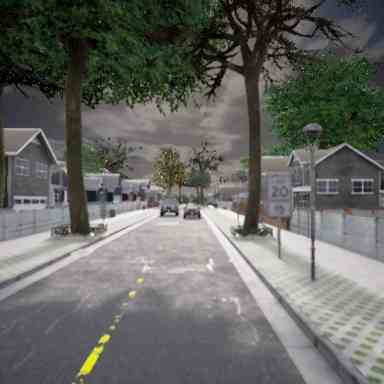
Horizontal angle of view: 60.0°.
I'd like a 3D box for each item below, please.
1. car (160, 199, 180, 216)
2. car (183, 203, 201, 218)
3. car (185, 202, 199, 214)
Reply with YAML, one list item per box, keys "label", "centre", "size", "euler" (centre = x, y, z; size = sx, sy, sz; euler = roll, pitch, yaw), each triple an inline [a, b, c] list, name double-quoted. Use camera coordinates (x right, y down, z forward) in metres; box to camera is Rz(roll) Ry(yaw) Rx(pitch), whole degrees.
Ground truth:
- label: "car"
  centre: [-2.735, 1.886, 41.736]
  size: [2.150, 2.045, 5.566]
  euler: [0, -1, 0]
- label: "car"
  centre: [0.015, 2.094, 36.725]
  size: [1.812, 1.442, 4.674]
  euler: [0, -1, 0]
- label: "car"
  centre: [0.027, 2.290, 47.672]
  size: [1.837, 1.490, 4.892]
  euler: [0, -1, 0]
